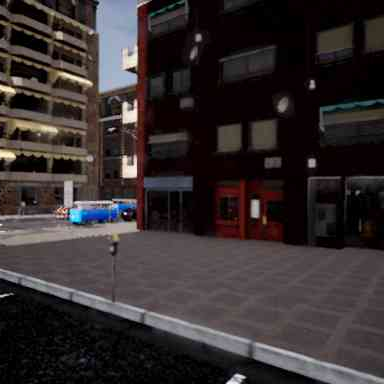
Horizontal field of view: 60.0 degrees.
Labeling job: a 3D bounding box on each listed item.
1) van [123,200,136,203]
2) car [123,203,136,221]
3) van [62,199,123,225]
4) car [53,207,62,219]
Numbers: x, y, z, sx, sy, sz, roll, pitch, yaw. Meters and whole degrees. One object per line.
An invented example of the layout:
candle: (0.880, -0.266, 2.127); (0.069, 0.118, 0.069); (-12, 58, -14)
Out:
van: (-8.188, 1.781, 39.730); (1.690, 1.788, 3.998); (-1, -2, 35)
car: (-4.558, 1.947, 30.419); (1.947, 1.339, 4.313); (-1, -2, 35)
van: (-7.627, 1.617, 25.808); (1.690, 1.788, 3.998); (-1, -2, 35)
car: (-10.765, 1.650, 31.594); (2.097, 1.767, 4.553); (0, -1, 35)
